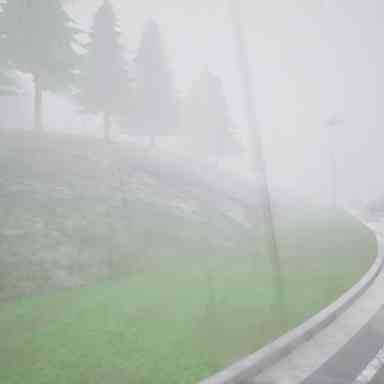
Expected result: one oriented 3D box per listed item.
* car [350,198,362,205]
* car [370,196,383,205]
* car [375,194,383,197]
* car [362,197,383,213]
[{"bbox_3d":[31.041,1.766,62.839,1.994,1.385,4.181,0,0,22],"label":"car"},{"bbox_3d":[34.276,1.545,61.507,1.812,1.442,4.674,0,0,22],"label":"car"},{"bbox_3d":[30.391,1.373,51.871,2.150,2.045,5.566,0,0,22],"label":"car"},{"bbox_3d":[21.120,1.665,37.958,2.033,1.411,5.357,0,0,22],"label":"car"}]
